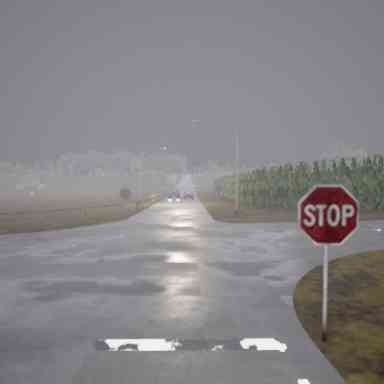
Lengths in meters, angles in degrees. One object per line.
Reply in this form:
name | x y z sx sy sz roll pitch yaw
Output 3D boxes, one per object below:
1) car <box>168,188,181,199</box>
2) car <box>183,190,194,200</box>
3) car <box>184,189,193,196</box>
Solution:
car | -3.417 0.177 65.450 2.150 2.045 5.566 0 2 -1
car | -0.626 0.616 61.347 1.812 1.442 4.674 0 2 -1
car | -0.725 0.167 71.366 1.895 1.301 4.718 0 2 -1
